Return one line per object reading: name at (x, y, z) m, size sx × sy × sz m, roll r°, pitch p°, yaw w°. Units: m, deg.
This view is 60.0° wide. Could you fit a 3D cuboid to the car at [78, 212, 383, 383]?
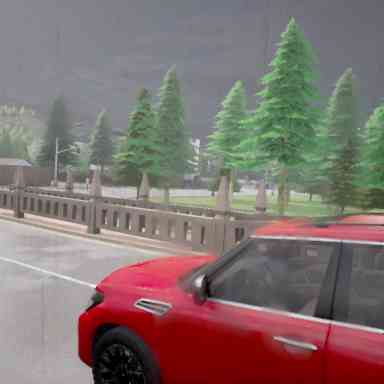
car at (1.371, 1.218, 3.020) m, size 5.566 × 2.045 × 2.150 m, roll 0°, pitch 0°, yaw 35°
